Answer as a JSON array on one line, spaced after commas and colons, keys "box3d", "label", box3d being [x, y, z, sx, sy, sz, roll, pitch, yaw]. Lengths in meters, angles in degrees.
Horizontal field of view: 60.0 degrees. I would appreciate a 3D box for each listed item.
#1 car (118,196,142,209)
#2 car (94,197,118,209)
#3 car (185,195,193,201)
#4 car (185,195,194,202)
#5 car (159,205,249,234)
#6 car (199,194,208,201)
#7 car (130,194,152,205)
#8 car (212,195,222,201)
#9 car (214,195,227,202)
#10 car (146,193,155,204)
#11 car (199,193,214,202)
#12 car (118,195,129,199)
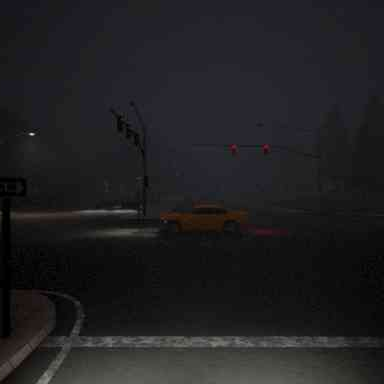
[{"box3d": [-8.253, 1.601, 45.096, 1.895, 1.301, 4.718, 0, 0, -1], "label": "car"}, {"box3d": [-11.752, 1.601, 44.967, 1.895, 1.301, 4.718, 0, 0, -1], "label": "car"}, {"box3d": [-0.732, 1.504, 83.467, 1.994, 1.385, 4.181, 0, 0, -1], "label": "car"}, {"box3d": [-0.575, 1.478, 73.028, 1.882, 1.535, 5.008, 0, 0, -1], "label": "car"}, {"box3d": [0.641, 1.477, 18.672, 5.008, 1.535, 1.882, 0, 0, 0], "label": "car"}, {"box3d": [2.767, 1.319, 83.515, 2.097, 1.767, 4.553, 0, 0, -1], "label": "car"}, {"box3d": [-8.391, 1.547, 54.741, 2.033, 1.411, 5.357, 0, 0, -1], "label": "car"}, {"box3d": [6.267, 1.481, 83.583, 2.128, 1.511, 4.902, 0, 0, -1], "label": "car"}, {"box3d": [6.419, 1.524, 73.508, 1.812, 1.442, 4.674, 0, 0, -1], "label": "car"}, {"box3d": [-8.497, 1.221, 65.447, 2.150, 2.045, 5.566, 0, 0, 0], "label": "car"}, {"box3d": [2.927, 1.225, 72.992, 2.150, 2.045, 5.566, 0, 0, -1], "label": "car"}, {"box3d": [-11.876, 1.526, 53.868, 1.812, 1.442, 4.674, 0, 0, -1], "label": "car"}]
